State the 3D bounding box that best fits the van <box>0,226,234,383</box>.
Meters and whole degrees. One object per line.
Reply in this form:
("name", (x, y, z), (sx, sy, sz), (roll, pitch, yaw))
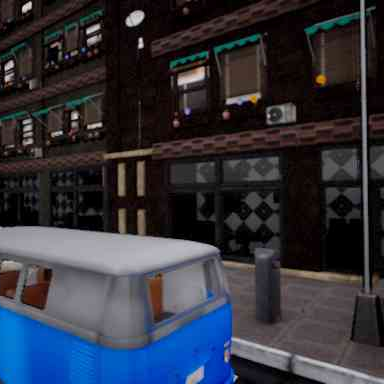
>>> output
("van", (-1.482, 1.373, 3.937), (3.998, 1.788, 1.690), (-1, -1, 35))
